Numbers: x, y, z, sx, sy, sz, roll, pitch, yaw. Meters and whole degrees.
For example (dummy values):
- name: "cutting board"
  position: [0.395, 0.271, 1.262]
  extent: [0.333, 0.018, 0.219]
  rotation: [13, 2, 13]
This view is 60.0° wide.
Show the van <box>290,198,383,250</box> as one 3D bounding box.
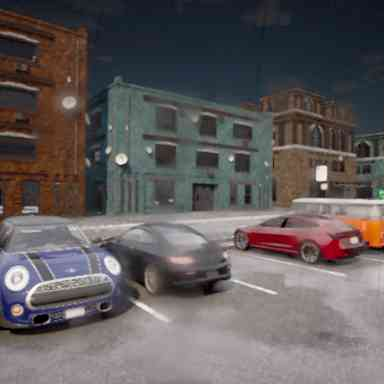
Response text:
- name: "van"
  position: [5.875, 1.267, 13.785]
  extent: [1.878, 1.987, 4.442]
  rotation: [0, 0, -36]

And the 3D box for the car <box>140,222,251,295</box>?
- name: "car"
  position: [-0.903, 1.525, 8.800]
  extent: [2.002, 1.452, 4.674]
  rotation: [0, 0, -36]

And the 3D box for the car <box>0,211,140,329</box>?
- name: "car"
  position: [-3.187, 1.356, 7.211]
  extent: [2.185, 1.767, 4.553]
  rotation: [0, 0, -36]

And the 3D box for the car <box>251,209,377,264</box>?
- name: "car"
  position: [3.609, 1.521, 12.059]
  extent: [2.163, 1.488, 4.792]
  rotation: [0, 0, -36]
